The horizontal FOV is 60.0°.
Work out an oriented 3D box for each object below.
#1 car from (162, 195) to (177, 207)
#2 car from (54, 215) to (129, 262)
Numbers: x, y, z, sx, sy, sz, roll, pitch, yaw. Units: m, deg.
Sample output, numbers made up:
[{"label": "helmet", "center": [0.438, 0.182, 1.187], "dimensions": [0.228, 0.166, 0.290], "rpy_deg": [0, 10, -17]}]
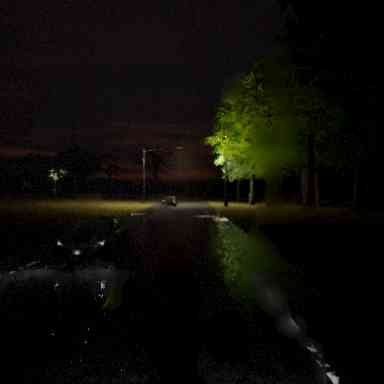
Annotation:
[{"label": "car", "center": [-3.553, 1.438, 53.450], "dimensions": [2.097, 1.767, 4.553], "rpy_deg": [0, 0, 0]}, {"label": "car", "center": [-3.598, 1.645, 12.744], "dimensions": [1.812, 1.442, 4.674], "rpy_deg": [0, -1, 0]}]
